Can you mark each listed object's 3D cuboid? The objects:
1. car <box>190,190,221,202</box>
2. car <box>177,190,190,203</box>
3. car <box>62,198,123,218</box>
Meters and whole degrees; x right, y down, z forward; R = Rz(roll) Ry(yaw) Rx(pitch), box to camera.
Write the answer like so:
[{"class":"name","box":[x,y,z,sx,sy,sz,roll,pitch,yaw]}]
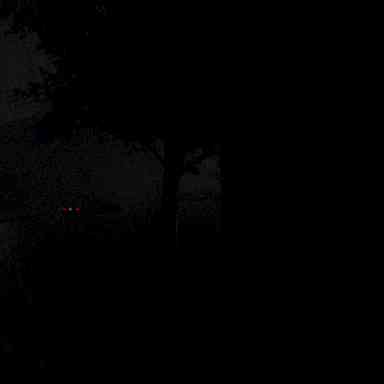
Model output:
[{"class":"car","box":[2.014,0.421,42.182,1.994,1.385,4.181,-3,1,32]},{"class":"car","box":[-1.619,0.564,43.343,2.128,1.511,4.902,-3,1,32]},{"class":"car","box":[-7.689,1.192,26.164,2.033,1.411,5.357,-3,1,25]}]
